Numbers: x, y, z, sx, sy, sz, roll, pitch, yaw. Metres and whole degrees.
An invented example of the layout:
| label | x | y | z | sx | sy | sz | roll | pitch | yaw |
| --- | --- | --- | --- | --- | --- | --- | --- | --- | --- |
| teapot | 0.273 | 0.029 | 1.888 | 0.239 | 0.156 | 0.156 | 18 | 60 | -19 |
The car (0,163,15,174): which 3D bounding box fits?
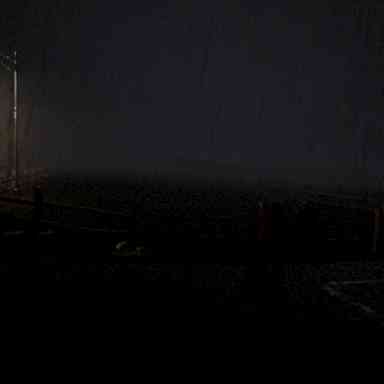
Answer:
| label | x | y | z | sx | sy | sz | roll | pitch | yaw |
| --- | --- | --- | --- | --- | --- | --- | --- | --- | --- |
| car | -27.803 | -3.563 | 50.071 | 1.837 | 1.490 | 4.892 | 1 | 5 | -17 |
